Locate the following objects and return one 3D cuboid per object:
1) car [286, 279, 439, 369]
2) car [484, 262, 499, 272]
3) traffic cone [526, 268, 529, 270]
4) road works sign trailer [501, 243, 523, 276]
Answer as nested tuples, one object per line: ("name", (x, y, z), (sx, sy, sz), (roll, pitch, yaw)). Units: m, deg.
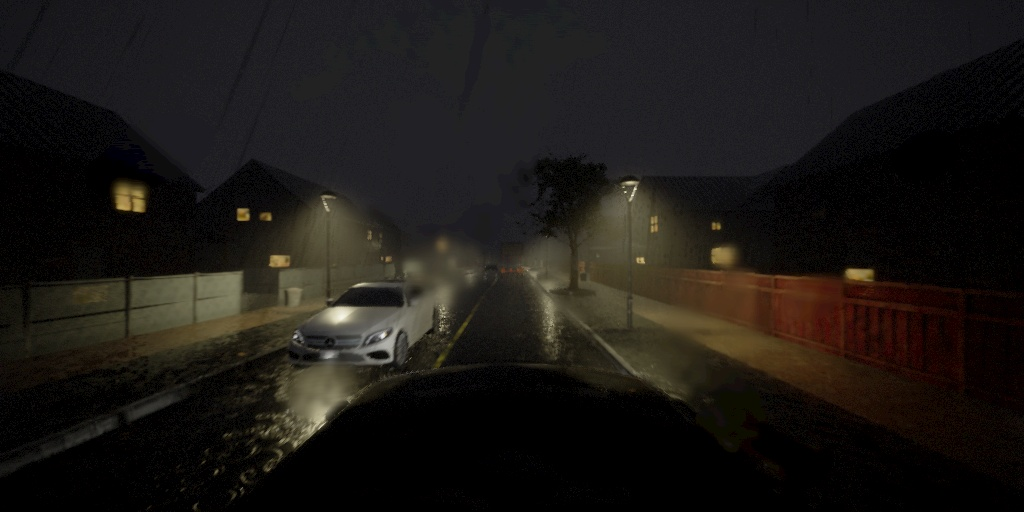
("car", (-2.849, 1.279, 7.917), (1.812, 1.442, 4.674), (0, 0, 0))
("car", (-2.815, 1.510, 49.551), (1.895, 1.301, 4.718), (0, 0, 0))
("traffic cone", (2.001, 1.549, 50.874), (0.340, 0.580, 0.340), (0, 0, -7))
("road works sign trailer", (0.007, 0.306, 37.870), (2.380, 3.560, 2.880), (0, 0, 0))
